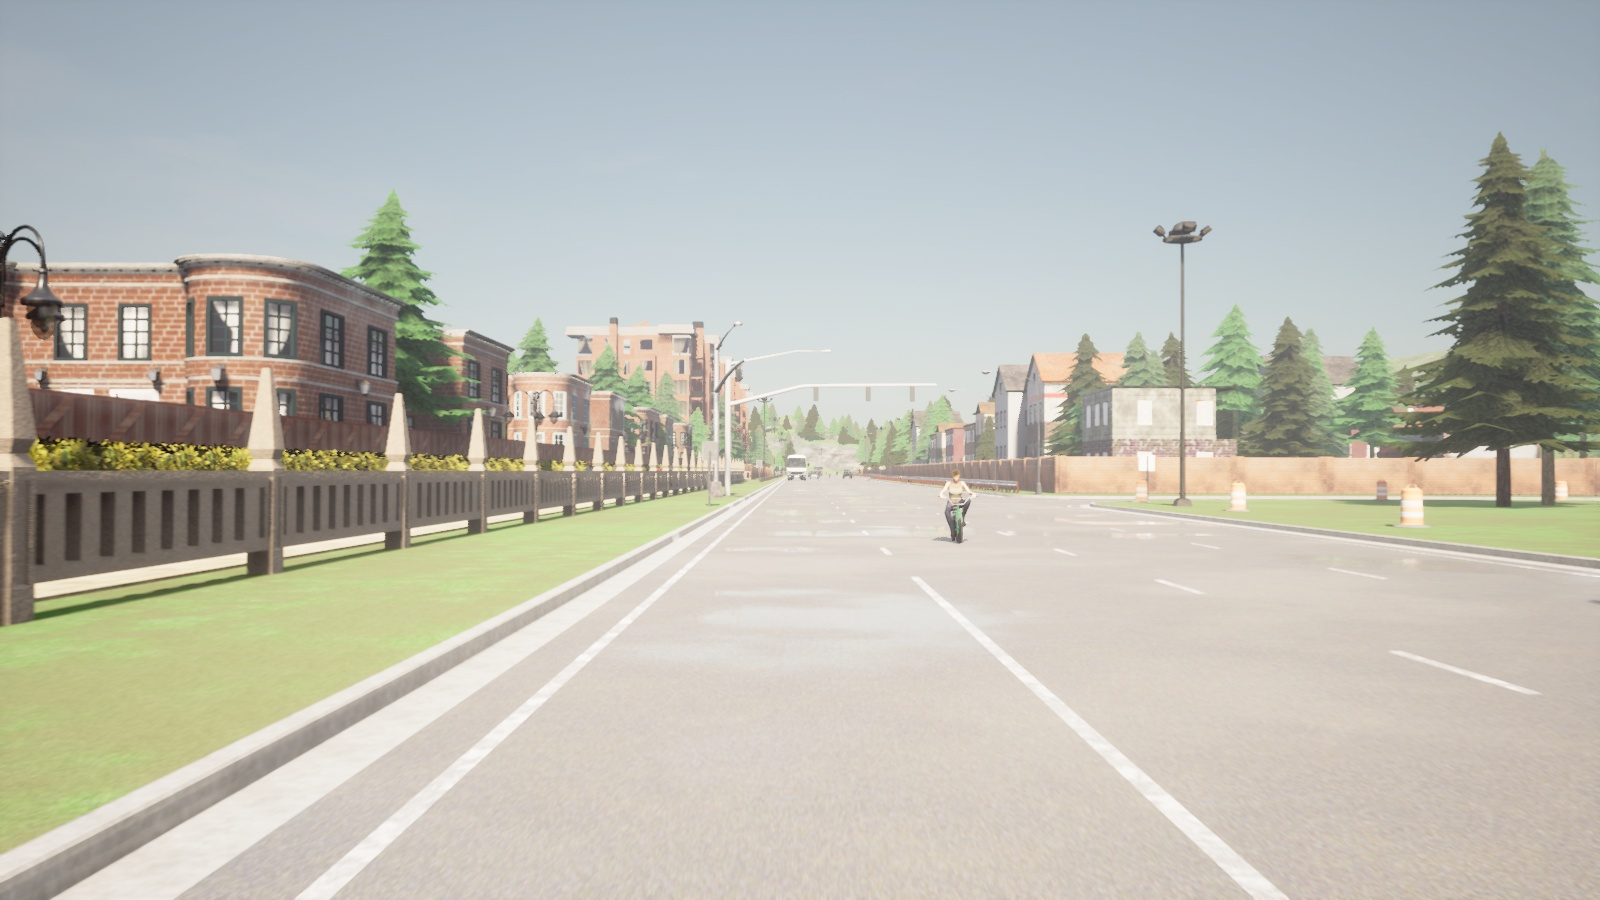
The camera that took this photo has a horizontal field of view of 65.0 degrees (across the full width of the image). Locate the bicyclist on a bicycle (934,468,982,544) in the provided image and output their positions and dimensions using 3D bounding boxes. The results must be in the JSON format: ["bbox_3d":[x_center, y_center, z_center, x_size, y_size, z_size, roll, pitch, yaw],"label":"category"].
[{"bbox_3d":[3.434,1.196,27.414,0.866,1.612,1.509,0,-1,0],"label":"bicyclist on a bicycle"}]
